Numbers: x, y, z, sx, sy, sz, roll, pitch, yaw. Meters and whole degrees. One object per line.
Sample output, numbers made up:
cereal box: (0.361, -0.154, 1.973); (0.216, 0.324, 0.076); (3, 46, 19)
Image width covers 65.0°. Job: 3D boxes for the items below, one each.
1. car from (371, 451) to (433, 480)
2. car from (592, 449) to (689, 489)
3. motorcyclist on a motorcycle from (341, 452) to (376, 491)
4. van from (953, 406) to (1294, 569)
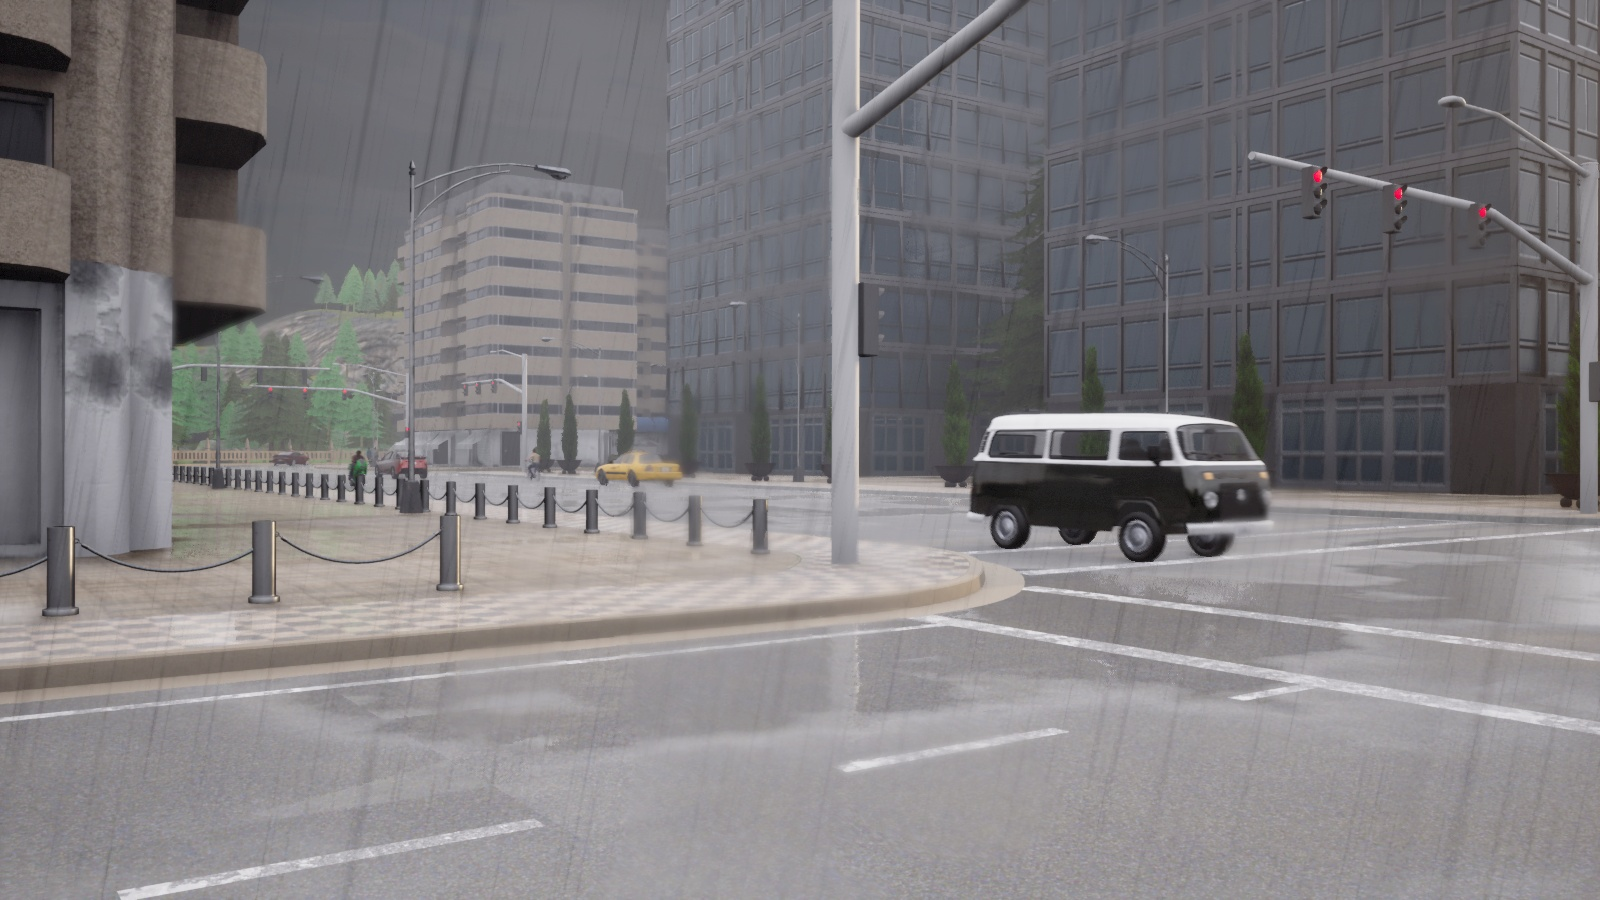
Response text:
car: (-21.780, 0.850, 68.660); (2.007, 1.525, 4.514); (0, 0, -34)
car: (-6.805, 0.772, 52.936); (1.801, 1.575, 5.366); (0, 0, -34)
motorcyclist on a motorcycle: (-17.658, 0.832, 50.211); (0.797, 1.523, 2.044); (0, 0, -34)
van: (4.506, 0.457, 18.144); (2.069, 2.038, 4.480); (0, 0, -36)
